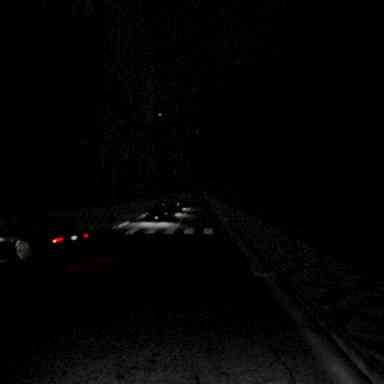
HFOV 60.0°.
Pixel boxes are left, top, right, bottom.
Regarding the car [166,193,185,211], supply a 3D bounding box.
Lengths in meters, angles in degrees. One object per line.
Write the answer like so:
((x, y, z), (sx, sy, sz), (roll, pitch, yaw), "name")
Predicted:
((-2.199, 1.281, 36.537), (2.097, 1.767, 4.553), (0, 0, 2), "car")

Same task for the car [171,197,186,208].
((-1.904, 1.443, 46.653), (1.812, 1.442, 4.674), (0, 0, 1), "car")

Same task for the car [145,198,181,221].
((-2.404, 1.488, 26.912), (2.033, 1.411, 5.357), (0, 0, 4), "car")

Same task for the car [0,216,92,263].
((-6.153, 1.568, 11.799), (5.357, 1.411, 2.033), (-1, -1, 23), "car")
